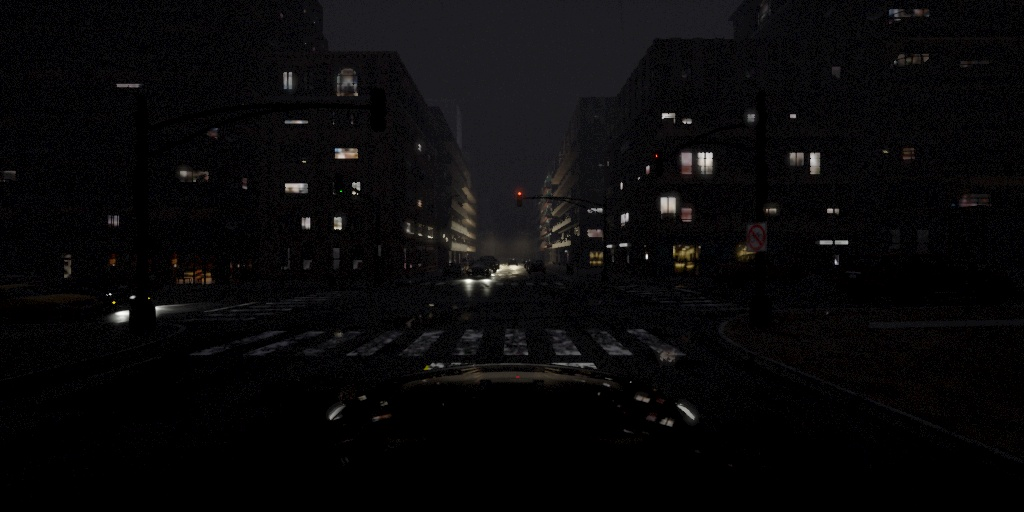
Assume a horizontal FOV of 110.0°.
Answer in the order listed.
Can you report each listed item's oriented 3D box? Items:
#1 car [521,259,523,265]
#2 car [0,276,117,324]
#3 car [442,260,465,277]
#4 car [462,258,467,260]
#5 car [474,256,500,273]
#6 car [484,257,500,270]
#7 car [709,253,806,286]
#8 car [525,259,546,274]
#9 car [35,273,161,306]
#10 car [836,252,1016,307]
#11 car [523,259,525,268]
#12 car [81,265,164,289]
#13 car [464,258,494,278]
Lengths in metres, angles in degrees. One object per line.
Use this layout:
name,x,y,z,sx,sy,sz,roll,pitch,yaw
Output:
car,2.829,1.348,57.811,1.802,1.307,4.207,0,0,0
car,-17.603,1.585,12.803,4.829,1.417,1.751,0,0,0
car,-5.608,1.322,35.099,1.948,1.339,4.313,0,0,0
car,-5.594,1.283,40.612,1.751,1.417,4.829,0,0,0
car,-2.995,0.981,44.065,2.150,2.045,5.566,0,0,0
car,-2.955,1.116,54.397,2.097,1.767,4.553,0,0,0
car,14.624,0.759,21.385,5.009,1.841,2.192,0,0,0
car,2.786,1.198,40.763,1.967,1.591,4.097,0,0,0
car,-18.288,1.627,15.388,4.181,1.385,1.994,-1,0,0
car,14.738,0.775,13.006,5.009,1.841,2.192,0,0,0
car,2.801,1.200,46.446,1.967,1.591,4.097,0,0,0
car,-23.551,1.462,21.114,5.009,1.841,2.192,0,0,0
car,-3.022,1.233,34.083,1.882,1.535,5.008,0,0,0
